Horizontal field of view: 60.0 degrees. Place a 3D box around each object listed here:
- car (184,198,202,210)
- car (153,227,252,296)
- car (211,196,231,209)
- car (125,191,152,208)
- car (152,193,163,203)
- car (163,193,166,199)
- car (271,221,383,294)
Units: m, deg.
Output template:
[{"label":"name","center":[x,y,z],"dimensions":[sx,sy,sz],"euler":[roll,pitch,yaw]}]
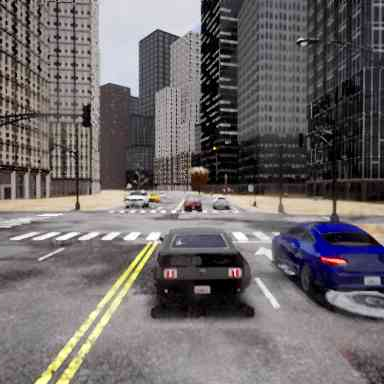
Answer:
[{"label":"car","center":[0.113,1.282,36.717],"dimensions":[1.895,1.301,4.718],"euler":[0,1,0]},{"label":"car","center":[0.102,1.530,8.460],"dimensions":[1.895,1.301,4.718],"euler":[0,0,-3]},{"label":"car","center":[3.365,1.182,39.300],"dimensions":[1.812,1.442,4.674],"euler":[0,1,0]},{"label":"car","center":[-6.577,0.867,40.493],"dimensions":[2.150,2.045,5.566],"euler":[0,0,0]},{"label":"car","center":[-6.534,0.963,56.629],"dimensions":[1.882,1.535,5.008],"euler":[0,0,0]},{"label":"car","center":[-6.660,0.850,71.772],"dimensions":[1.812,1.442,4.674],"euler":[0,1,-1]},{"label":"car","center":[3.345,1.455,8.431],"dimensions":[1.812,1.442,4.674],"euler":[0,0,1]}]
